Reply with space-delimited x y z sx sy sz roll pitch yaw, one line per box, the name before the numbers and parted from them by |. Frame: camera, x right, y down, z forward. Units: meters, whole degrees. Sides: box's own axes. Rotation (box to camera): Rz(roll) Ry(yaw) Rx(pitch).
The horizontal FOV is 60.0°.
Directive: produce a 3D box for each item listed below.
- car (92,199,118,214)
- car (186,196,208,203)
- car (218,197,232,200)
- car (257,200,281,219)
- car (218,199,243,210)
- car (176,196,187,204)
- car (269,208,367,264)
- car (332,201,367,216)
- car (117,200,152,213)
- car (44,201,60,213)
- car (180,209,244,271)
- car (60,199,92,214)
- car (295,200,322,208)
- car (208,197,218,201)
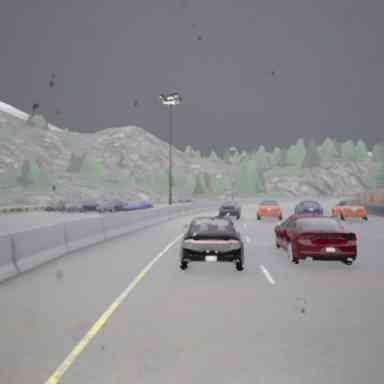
car | -9.210 1.731 38.584 1.837 1.490 4.892 0 0 14
car | 1.184 2.062 76.706 1.895 1.301 4.718 0 0 26
car | 8.097 1.948 74.850 1.812 1.442 4.674 0 0 26
car | 7.121 1.549 30.714 2.097 1.767 4.553 0 0 12
car | 3.665 1.701 31.351 1.837 1.490 4.892 0 0 12
car | -1.860 1.825 78.443 2.097 1.767 4.553 0 0 26
car | 4.279 1.558 12.209 1.882 1.535 5.008 0 0 5
car | 14.162 1.553 30.143 2.097 1.767 4.553 0 0 12
car | -6.014 1.697 36.945 1.882 1.535 5.008 0 0 14
car | -15.967 1.793 40.378 1.994 1.385 4.181 0 0 14
car | 0.694 1.564 11.275 2.128 1.511 4.902 0 0 4
car | -12.761 1.575 38.770 2.097 1.767 4.553 0 0 14
car | 10.642 1.551 30.428 2.097 1.767 4.553 0 0 12
car | 5.035 1.829 76.567 2.097 1.767 4.553 0 0 26
